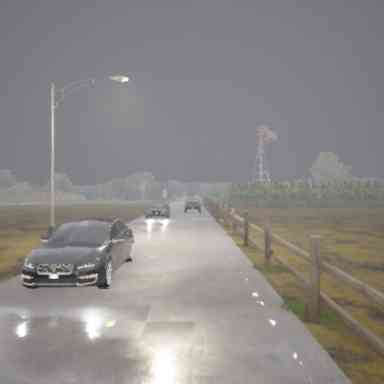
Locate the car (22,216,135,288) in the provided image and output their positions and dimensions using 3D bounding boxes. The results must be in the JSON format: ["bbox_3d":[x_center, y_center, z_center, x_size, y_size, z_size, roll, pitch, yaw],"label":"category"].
[{"bbox_3d":[-2.809,1.483,9.228,1.837,1.490,4.892,0,0,0],"label":"car"}]

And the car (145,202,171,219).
[{"bbox_3d":[-2.848,1.540,28.575,1.994,1.385,4.181,0,0,0],"label":"car"}]

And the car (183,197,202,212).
[{"bbox_3d":[0.081,1.508,38.048,1.837,1.490,4.892,0,0,0],"label":"car"}]

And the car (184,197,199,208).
[{"bbox_3d":[-0.012,1.551,49.523,2.128,1.511,4.902,0,0,0],"label":"car"}]
